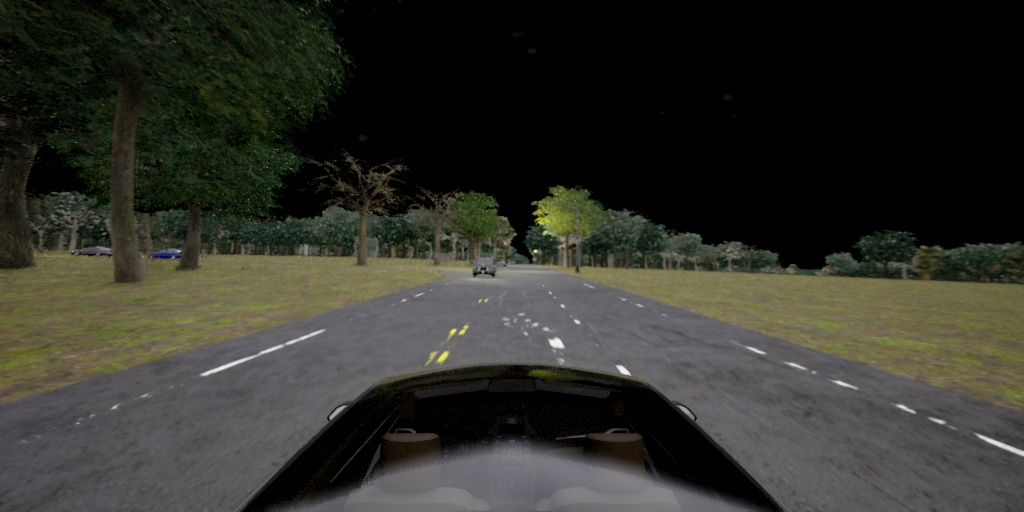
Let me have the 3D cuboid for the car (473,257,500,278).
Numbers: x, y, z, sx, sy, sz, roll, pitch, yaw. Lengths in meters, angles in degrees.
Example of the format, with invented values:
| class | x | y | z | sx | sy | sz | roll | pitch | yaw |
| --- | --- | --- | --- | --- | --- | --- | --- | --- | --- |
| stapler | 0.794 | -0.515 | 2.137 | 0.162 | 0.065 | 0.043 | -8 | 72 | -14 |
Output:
| class | x | y | z | sx | sy | sz | roll | pitch | yaw |
| --- | --- | --- | --- | --- | --- | --- | --- | --- | --- |
| car | -2.724 | 1.156 | 37.154 | 2.150 | 2.045 | 5.566 | 1 | 1 | 1 |
